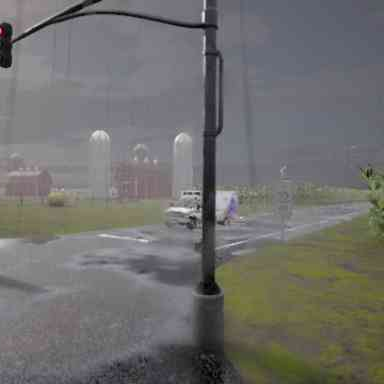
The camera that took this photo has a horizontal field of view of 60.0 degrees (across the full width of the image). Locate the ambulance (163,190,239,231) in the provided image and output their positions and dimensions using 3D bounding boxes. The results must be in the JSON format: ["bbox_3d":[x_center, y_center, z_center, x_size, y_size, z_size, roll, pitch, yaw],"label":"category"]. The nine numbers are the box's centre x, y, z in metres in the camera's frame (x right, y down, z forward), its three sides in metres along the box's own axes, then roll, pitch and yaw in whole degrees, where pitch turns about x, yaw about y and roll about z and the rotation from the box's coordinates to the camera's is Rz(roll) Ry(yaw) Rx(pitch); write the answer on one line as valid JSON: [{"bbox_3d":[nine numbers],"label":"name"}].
[{"bbox_3d":[0.732,1.119,22.445,2.351,2.431,6.366,1,0,35],"label":"ambulance"}]
